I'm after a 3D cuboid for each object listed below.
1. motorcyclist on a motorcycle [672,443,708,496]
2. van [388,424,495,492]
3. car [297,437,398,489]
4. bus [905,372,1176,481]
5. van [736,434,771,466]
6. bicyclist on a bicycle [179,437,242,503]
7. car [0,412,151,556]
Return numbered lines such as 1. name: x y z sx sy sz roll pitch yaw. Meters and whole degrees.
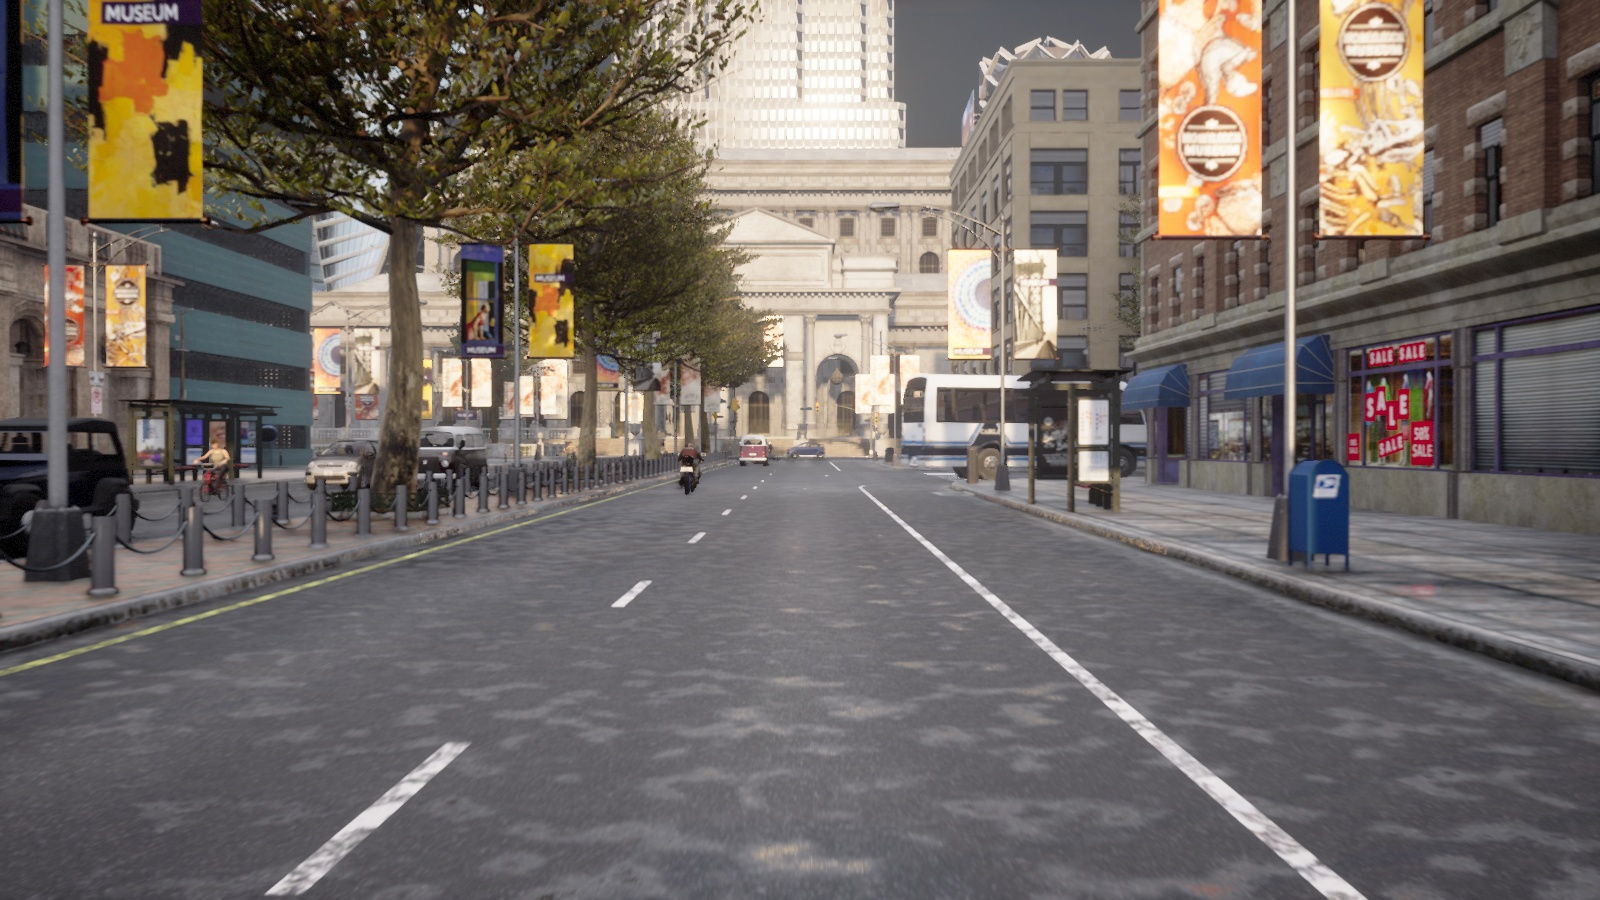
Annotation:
1. motorcyclist on a motorcycle: -3.273 0.568 37.395 0.866 1.530 2.191 0 0 0
2. van: -11.260 0.237 39.763 2.069 2.038 4.480 0 0 0
3. car: -14.752 0.401 41.155 1.851 1.617 3.988 0 0 0
4. bus: 9.896 -0.915 52.018 10.273 4.253 3.944 0 1 -13
5. van: -3.017 0.003 82.493 2.069 2.038 4.480 0 0 0
6. bicyclist on a bicycle: -14.801 0.493 31.568 0.866 1.612 1.509 0 0 1
7. car: -11.381 0.429 18.229 1.905 1.878 3.866 0 1 0
